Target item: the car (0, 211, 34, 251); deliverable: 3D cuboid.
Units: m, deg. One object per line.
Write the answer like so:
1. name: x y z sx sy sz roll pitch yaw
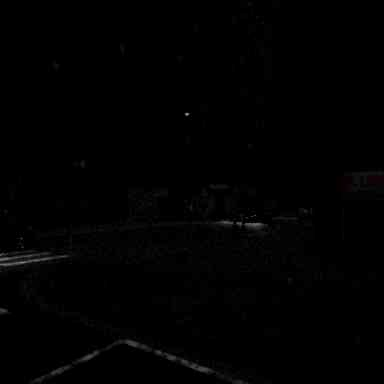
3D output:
1. car: -8.919 1.595 13.305 2.097 1.767 4.553 -1 -2 36

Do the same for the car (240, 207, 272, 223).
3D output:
1. car: 6.863 2.423 35.212 1.837 1.490 4.892 -1 -2 36

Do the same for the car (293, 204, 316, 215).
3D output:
1. car: 16.357 2.460 48.248 1.837 1.490 4.892 -1 -2 36

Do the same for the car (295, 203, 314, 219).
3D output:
1. car: 15.011 2.346 41.500 2.150 2.045 5.566 -1 -2 36
